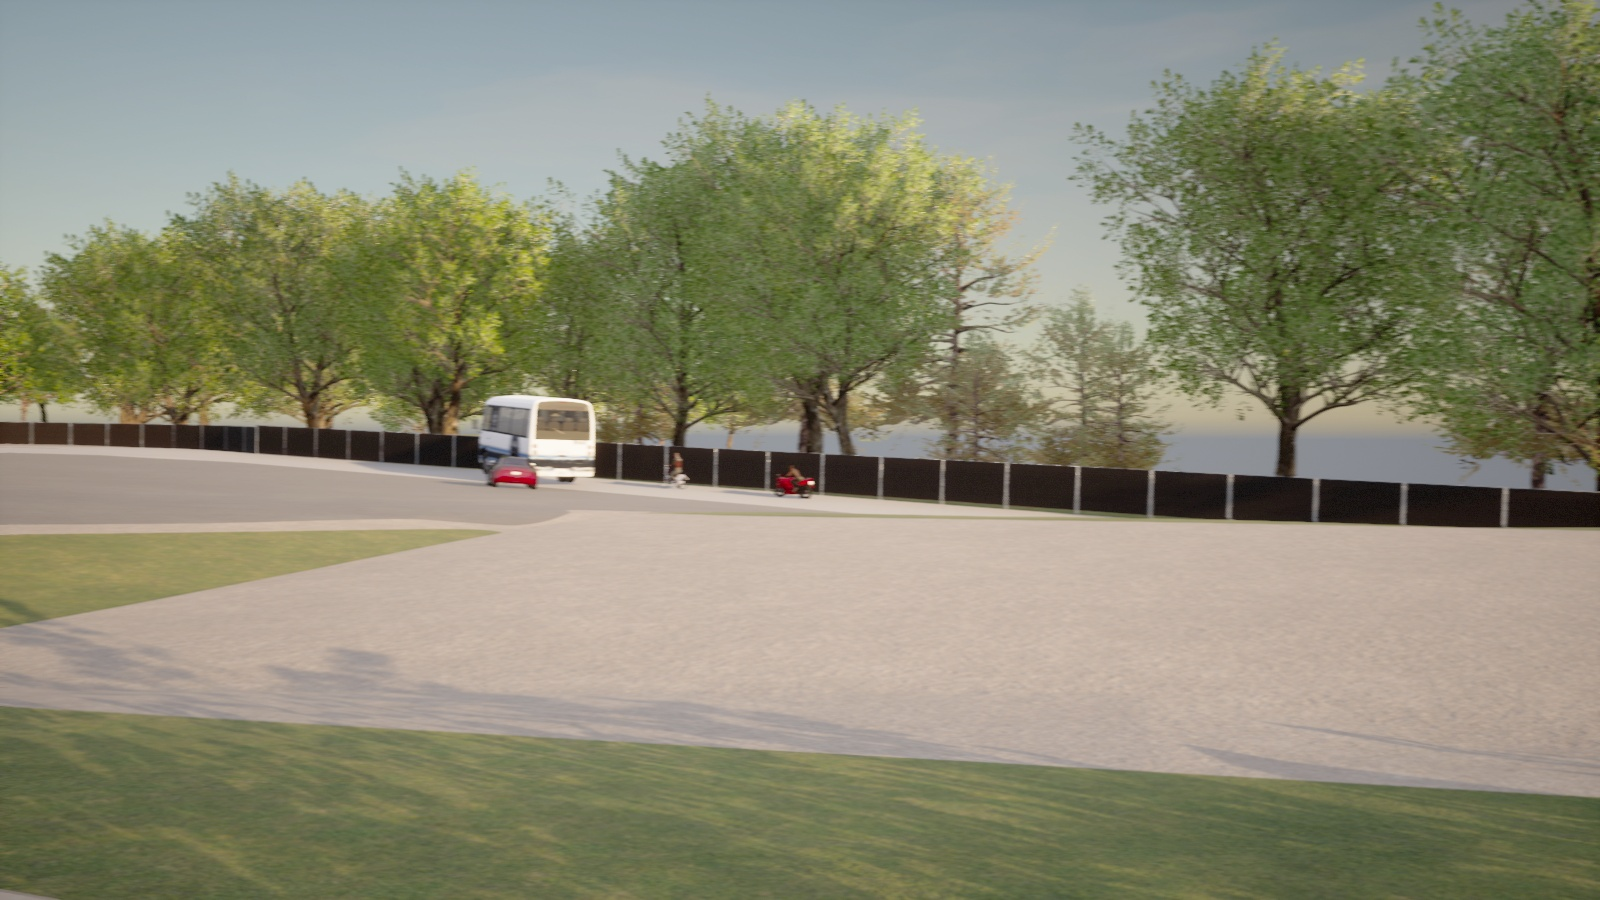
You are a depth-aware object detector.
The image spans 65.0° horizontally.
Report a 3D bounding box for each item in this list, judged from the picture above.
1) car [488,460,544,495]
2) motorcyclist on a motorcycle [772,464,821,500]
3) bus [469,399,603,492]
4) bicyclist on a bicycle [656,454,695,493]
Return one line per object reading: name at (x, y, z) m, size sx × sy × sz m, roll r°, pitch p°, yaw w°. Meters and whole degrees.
car at (-12.417, 1.182, 54.680) m, size 1.994 × 1.385 × 4.181 m, roll 3°, pitch -1°, yaw -17°
motorcyclist on a motorcycle at (-0.165, 1.437, 56.473) m, size 2.044 × 1.523 × 0.797 m, roll 2°, pitch 2°, yaw 32°
bus at (-13.783, -0.388, 64.602) m, size 3.944 × 4.253 × 10.273 m, roll 0°, pitch 3°, yaw -28°
bicyclist on a bicycle at (-5.974, 1.118, 60.306) m, size 1.843 × 1.776 × 0.659 m, roll 2°, pitch 2°, yaw 34°
